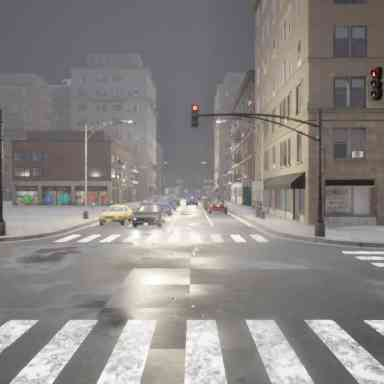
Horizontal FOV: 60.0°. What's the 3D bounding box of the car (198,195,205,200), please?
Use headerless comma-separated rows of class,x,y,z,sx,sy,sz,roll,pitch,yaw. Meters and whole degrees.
car,2.634,1.575,92.033,1.947,1.339,4.313,0,0,0

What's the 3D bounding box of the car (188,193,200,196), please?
car,-0.003,1.226,64.208,2.150,2.045,5.566,0,0,0

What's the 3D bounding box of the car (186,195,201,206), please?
car,-0.002,1.604,53.906,1.895,1.301,4.718,0,0,0

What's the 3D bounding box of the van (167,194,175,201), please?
van,-5.391,1.349,86.371,1.690,1.788,3.998,0,0,0

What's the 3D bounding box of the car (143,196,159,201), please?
car,-5.389,1.553,41.076,2.008,1.369,4.403,0,0,0

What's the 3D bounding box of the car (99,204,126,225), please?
car,-5.388,1.526,23.920,1.752,1.417,4.829,0,0,0

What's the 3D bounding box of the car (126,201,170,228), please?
car,-2.835,1.548,22.747,2.033,1.411,5.357,0,0,-1

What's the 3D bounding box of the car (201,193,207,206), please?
car,2.636,1.317,41.076,2.192,1.841,5.009,0,0,0

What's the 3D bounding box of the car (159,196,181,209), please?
car,-2.789,1.550,41.788,2.033,1.411,5.357,0,0,1

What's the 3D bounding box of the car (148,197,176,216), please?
car,-2.839,1.527,32.052,1.812,1.442,4.674,0,0,0

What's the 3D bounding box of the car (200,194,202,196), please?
car,2.635,1.556,69.386,2.008,1.369,4.403,0,0,0

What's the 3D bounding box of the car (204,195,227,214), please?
car,2.636,1.442,35.414,1.967,1.590,4.097,0,0,0

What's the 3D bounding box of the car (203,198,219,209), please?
car,2.636,1.568,46.738,1.947,1.339,4.313,0,0,0
